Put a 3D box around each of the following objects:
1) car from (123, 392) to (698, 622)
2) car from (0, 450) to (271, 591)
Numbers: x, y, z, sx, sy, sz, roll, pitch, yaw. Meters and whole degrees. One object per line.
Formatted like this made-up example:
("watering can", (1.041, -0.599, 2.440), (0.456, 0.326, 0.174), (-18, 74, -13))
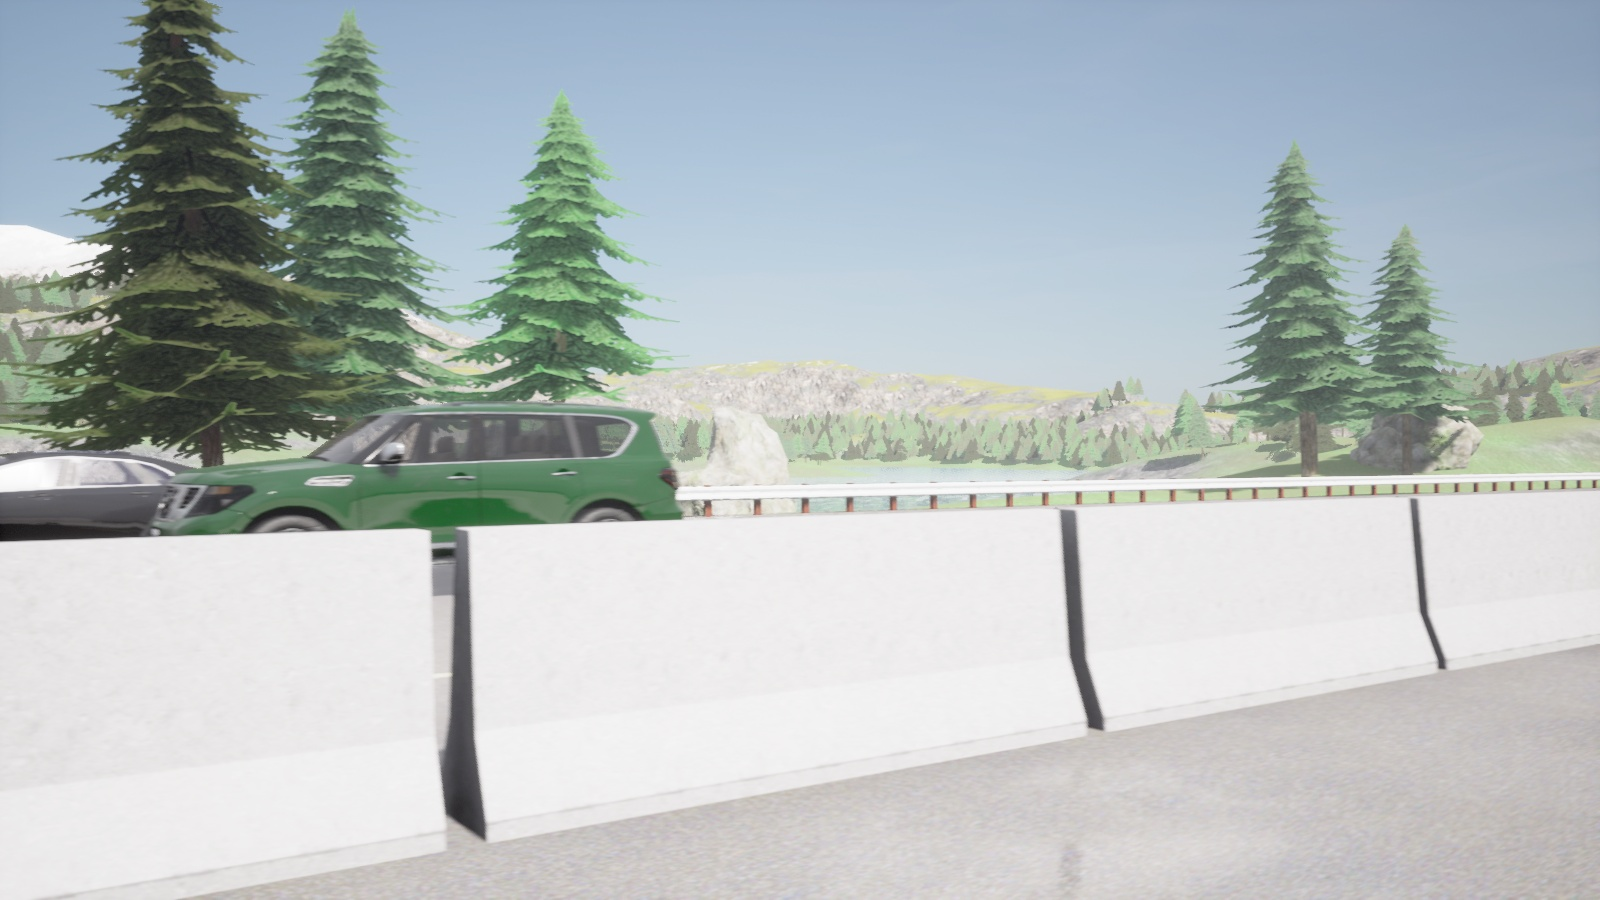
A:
("car", (-4.062, 0.506, 13.624), (5.566, 2.045, 2.150), (0, 0, -35))
("car", (-8.950, 0.755, 14.486), (4.902, 1.511, 2.128), (0, 0, -35))
